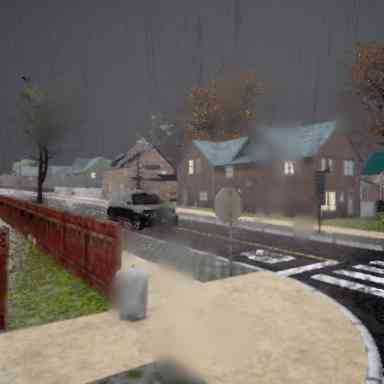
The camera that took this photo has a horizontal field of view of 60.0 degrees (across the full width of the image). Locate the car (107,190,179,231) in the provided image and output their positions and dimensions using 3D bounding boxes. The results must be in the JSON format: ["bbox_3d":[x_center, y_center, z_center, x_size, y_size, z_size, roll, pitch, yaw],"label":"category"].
[{"bbox_3d":[-2.957,0.972,18.933,2.150,2.045,5.566,0,3,-36],"label":"car"}]
